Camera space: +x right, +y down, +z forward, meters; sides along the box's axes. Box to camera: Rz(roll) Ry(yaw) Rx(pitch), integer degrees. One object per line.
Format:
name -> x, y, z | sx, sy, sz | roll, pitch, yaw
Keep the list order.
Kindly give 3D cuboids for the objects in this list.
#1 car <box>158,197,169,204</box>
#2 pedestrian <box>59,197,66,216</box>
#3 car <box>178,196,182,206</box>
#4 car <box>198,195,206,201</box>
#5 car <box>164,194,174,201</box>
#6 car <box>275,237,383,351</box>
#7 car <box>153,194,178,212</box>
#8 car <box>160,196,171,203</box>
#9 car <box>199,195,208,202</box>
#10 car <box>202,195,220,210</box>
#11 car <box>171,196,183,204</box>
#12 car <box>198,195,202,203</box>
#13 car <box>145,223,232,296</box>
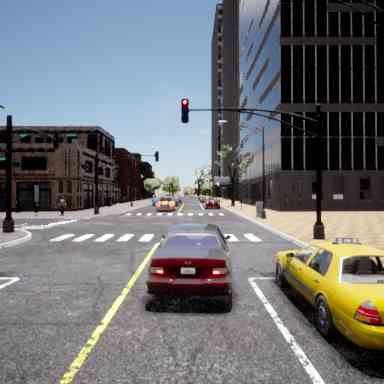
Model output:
car -> -5.696, 1.602, 66.312 | 1.802, 1.307, 4.206 | 1, 0, 0
pedestrian -> -12.553, 1.366, 32.153 | 0.375, 1.860, 0.375 | 0, 0, 1
car -> -3.101, 1.616, 52.775 | 1.895, 1.301, 4.718 | 0, 0, 0
car -> 2.679, 1.572, 88.441 | 1.887, 1.381, 4.507 | 1, 0, 0
car -> -5.696, 1.340, 82.915 | 2.192, 1.841, 5.009 | 1, 0, 0
car -> 2.837, 1.527, 6.384 | 1.752, 1.417, 4.829 | 1, 0, 0
car -> -3.106, 1.363, 39.897 | 2.097, 1.767, 4.553 | 0, 0, 0
car -> -5.697, 1.587, 71.847 | 1.947, 1.339, 4.313 | 1, 0, 0
car -> 2.682, 1.549, 77.541 | 1.752, 1.417, 4.829 | 1, 0, 0
car -> 2.691, 1.452, 44.162 | 1.967, 1.590, 4.097 | 1, 0, 0
car -> -3.038, 1.512, 66.915 | 2.128, 1.511, 4.902 | 0, 0, 0
car -> 2.683, 1.547, 72.007 | 1.752, 1.417, 4.829 | 1, 0, 0
car -> 0.073, 1.549, 8.835 | 2.033, 1.411, 5.357 | 0, 0, 3
